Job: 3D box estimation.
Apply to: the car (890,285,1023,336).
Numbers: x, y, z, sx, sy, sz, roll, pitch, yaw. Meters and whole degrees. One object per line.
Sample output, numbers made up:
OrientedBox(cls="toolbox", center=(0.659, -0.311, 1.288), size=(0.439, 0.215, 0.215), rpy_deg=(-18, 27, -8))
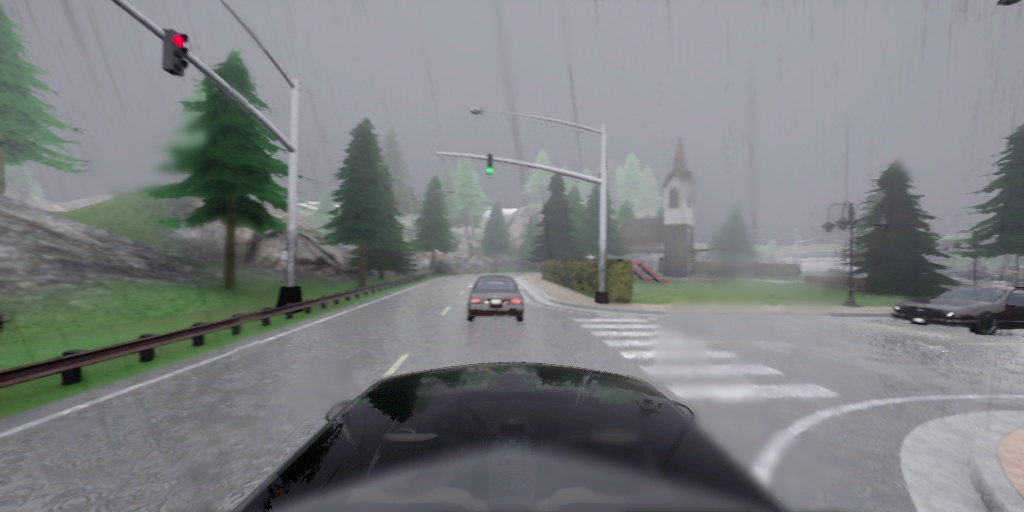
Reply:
OrientedBox(cls="car", center=(15.337, 1.657, 11.359), size=(5.357, 1.411, 2.033), rpy_deg=(1, -1, -4))

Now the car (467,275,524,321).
OrientedBox(cls="car", center=(-0.602, 1.400, 12.923), size=(2.033, 1.411, 5.357), rpy_deg=(1, -1, -3))
